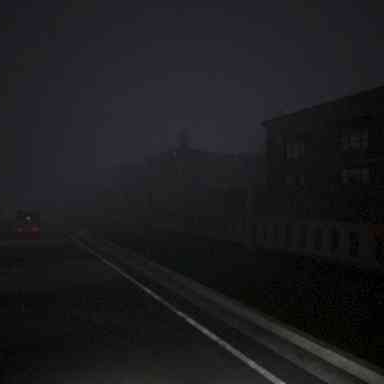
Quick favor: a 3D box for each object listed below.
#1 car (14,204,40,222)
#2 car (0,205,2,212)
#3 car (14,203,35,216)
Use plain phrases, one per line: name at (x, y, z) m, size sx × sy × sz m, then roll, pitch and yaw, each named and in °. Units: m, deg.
car at (-14.971, 1.975, 30.317) m, size 1.895 × 1.301 × 4.718 m, roll 1°, pitch -1°, yaw -28°
car at (-24.140, 1.989, 39.970) m, size 1.837 × 1.490 × 4.892 m, roll 1°, pitch -1°, yaw -28°
car at (-19.907, 2.049, 39.447) m, size 1.994 × 1.385 × 4.181 m, roll 1°, pitch -1°, yaw -29°
